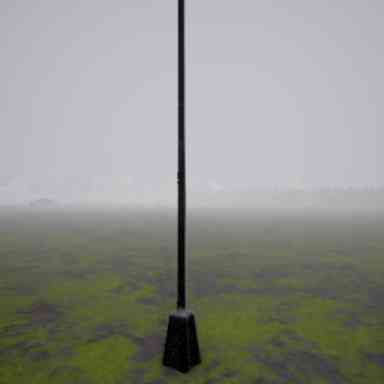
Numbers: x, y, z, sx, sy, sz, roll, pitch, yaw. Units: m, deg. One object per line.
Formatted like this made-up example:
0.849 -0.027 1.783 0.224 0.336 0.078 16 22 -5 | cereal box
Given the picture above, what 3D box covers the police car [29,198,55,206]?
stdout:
-31.395 2.071 69.888 1.930 1.638 5.238 1 0 35 | police car
